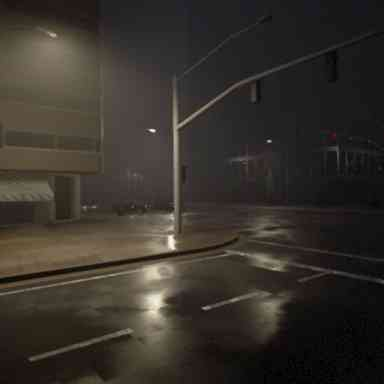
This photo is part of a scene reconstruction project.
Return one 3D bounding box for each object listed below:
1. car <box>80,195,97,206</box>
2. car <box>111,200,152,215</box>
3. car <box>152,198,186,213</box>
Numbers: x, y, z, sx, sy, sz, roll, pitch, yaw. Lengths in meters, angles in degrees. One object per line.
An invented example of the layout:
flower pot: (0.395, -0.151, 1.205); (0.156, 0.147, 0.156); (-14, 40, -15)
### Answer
car: (-17.038, 1.267, 53.505); (2.097, 1.767, 4.553); (-1, 1, -37)
car: (-6.395, 1.520, 33.871); (1.895, 1.301, 4.718); (-1, 0, -38)
car: (-2.503, 1.397, 34.584); (1.812, 1.442, 4.674); (-1, 0, -38)
